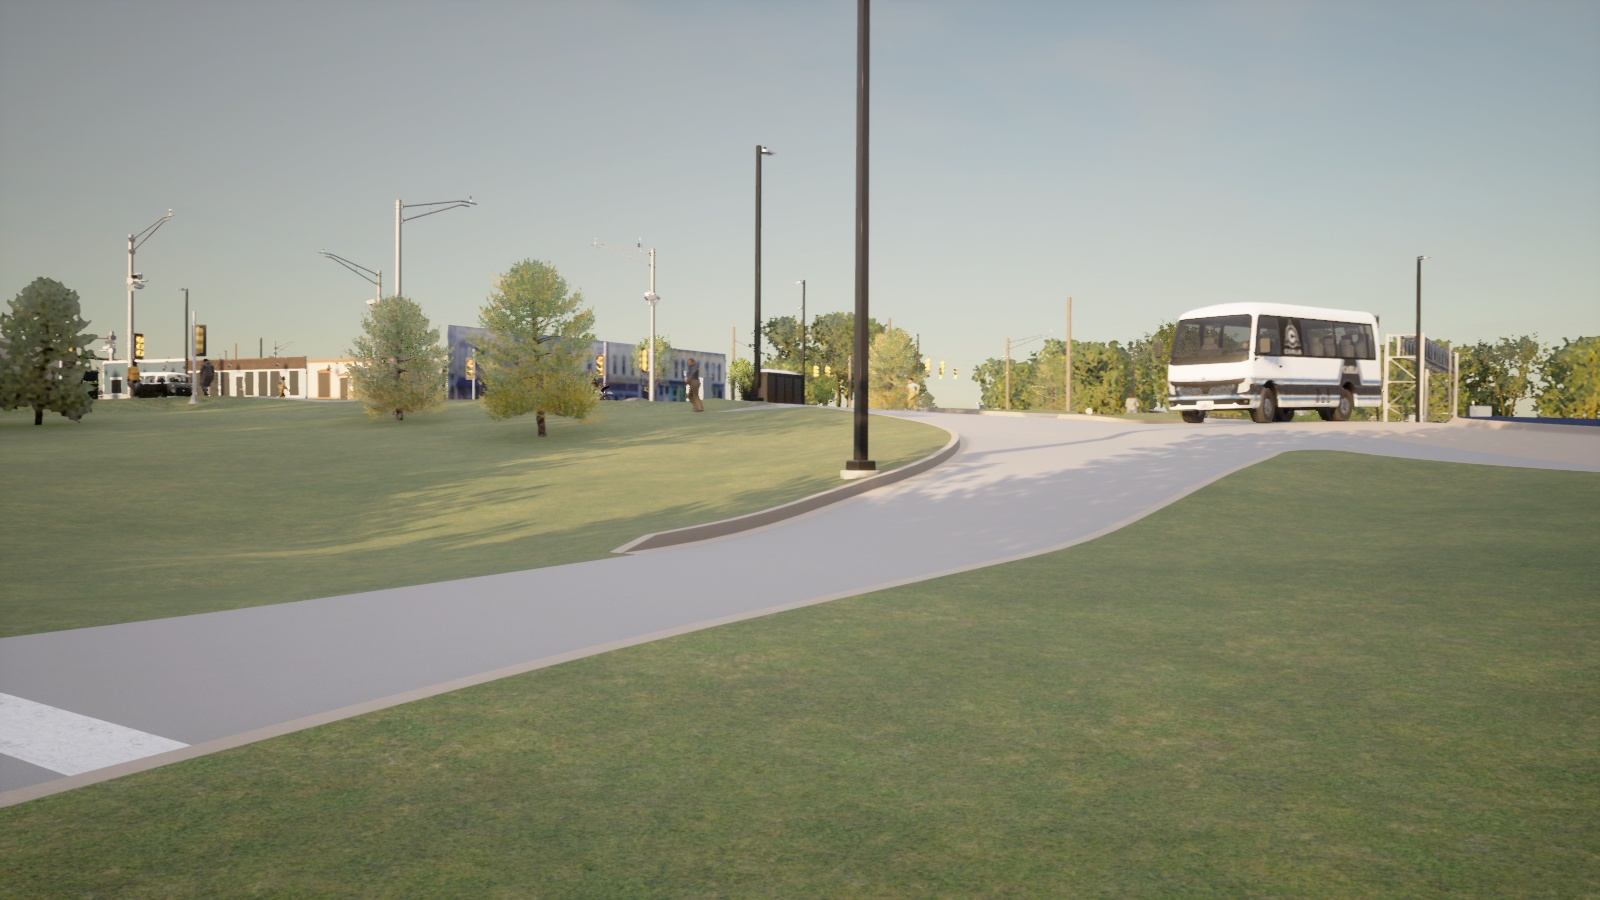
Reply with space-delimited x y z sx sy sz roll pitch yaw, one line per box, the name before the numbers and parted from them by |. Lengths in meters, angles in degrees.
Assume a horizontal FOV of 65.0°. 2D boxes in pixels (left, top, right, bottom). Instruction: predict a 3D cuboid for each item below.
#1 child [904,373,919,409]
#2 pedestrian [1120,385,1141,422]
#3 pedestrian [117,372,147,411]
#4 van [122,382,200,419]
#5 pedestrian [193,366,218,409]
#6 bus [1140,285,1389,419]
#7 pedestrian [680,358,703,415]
child | 4.010 -2.124 45.276 0.437 1.263 0.270 -1 0 -30
pedestrian | 17.186 -2.406 65.345 0.874 1.855 0.900 -1 0 26
pedestrian | -32.011 -2.796 60.194 0.900 1.855 0.874 -1 0 28
van | -37.718 -2.900 74.103 4.480 2.038 2.069 0 1 33
pedestrian | -27.700 -2.879 58.489 0.873 1.952 0.659 -1 0 31
bus | 17.045 -3.419 45.585 10.273 4.253 3.944 -3 2 -41
pedestrian | -3.563 -2.091 41.341 0.694 1.848 0.540 -1 0 -2
